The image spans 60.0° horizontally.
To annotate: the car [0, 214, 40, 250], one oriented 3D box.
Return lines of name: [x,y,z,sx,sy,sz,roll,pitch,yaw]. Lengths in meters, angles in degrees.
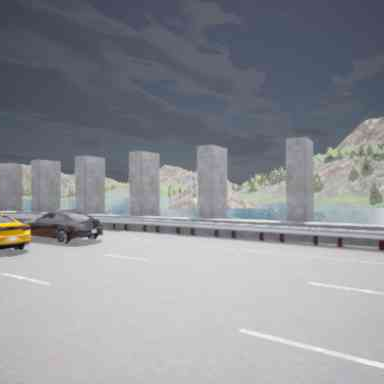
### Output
car: [-8.670,1.572,13.465,5.008,1.535,1.882,0,0,31]

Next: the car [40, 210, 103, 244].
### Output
car: [-6.374,1.613,16.169,4.674,1.442,1.812,0,0,31]
